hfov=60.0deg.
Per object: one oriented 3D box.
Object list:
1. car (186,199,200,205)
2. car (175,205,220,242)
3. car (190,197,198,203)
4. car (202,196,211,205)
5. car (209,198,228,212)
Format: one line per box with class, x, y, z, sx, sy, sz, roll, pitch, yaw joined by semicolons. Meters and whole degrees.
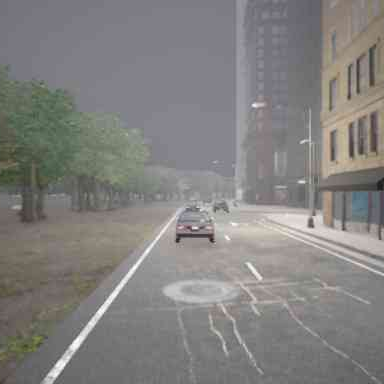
car;0.111;1.908;43.131;1.895;1.301;4.718;0;-1;0
car;0.140;1.613;16.840;2.033;1.411;5.357;0;0;0
car;0.683;2.260;90.621;1.882;1.535;5.008;0;-1;4
car;3.668;2.002;79.845;2.150;2.045;5.566;0;-1;3
car;3.607;1.821;42.939;1.837;1.490;4.892;0;-1;0
